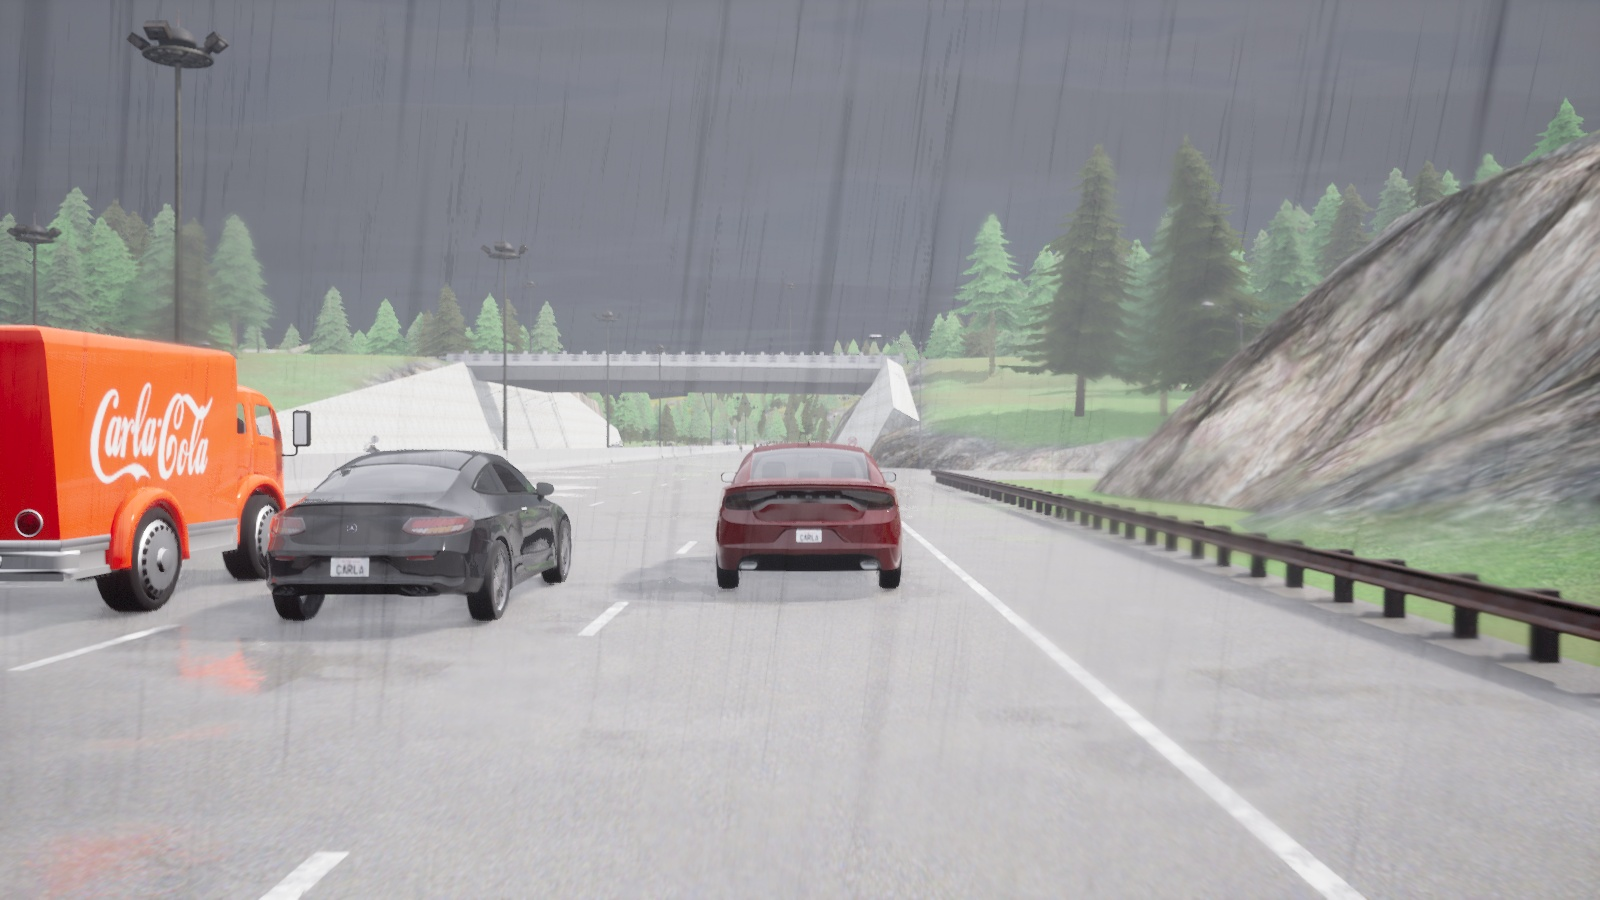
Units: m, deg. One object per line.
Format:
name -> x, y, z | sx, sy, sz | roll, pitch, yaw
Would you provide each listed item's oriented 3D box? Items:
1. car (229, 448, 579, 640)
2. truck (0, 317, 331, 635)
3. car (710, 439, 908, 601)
car -> -3.416, 0.707, 11.868 | 1.812, 1.442, 4.674 | 0, 0, 0
truck -> -6.913, 0.189, 12.347 | 2.627, 2.467, 5.204 | 0, 0, 0
car -> 0.099, 0.649, 14.405 | 1.882, 1.535, 5.008 | 0, 0, 0
